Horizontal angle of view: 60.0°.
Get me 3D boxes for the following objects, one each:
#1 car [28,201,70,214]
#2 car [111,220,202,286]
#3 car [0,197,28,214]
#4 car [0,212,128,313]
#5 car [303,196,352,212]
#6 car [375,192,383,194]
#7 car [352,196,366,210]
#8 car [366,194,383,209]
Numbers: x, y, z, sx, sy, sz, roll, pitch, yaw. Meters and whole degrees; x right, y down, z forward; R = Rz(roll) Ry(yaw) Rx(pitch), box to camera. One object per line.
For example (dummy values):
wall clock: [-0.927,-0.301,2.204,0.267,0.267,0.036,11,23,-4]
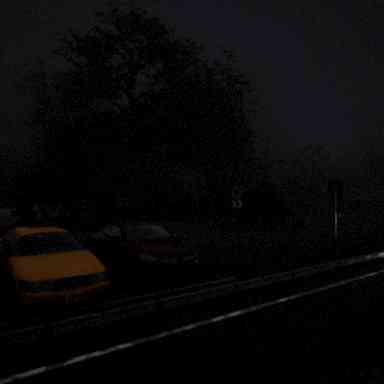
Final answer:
car: [-9.029,1.409,20.573,2.185,1.767,4.553,0,0,-35]
car: [-1.612,1.576,9.855,2.002,1.452,4.674,0,-1,-35]
car: [-11.336,1.283,19.011,2.435,2.045,5.566,0,0,-35]
car: [-3.651,1.532,8.164,1.946,1.575,5.366,0,0,-35]
car: [14.685,1.210,36.985,2.185,1.767,4.553,0,0,-35]
car: [28.431,1.056,46.673,2.435,2.045,5.566,0,0,-35]
car: [16.877,1.331,38.561,2.097,1.535,5.008,0,0,-35]
car: [21.589,1.322,41.895,2.231,1.521,4.892,0,0,-35]
